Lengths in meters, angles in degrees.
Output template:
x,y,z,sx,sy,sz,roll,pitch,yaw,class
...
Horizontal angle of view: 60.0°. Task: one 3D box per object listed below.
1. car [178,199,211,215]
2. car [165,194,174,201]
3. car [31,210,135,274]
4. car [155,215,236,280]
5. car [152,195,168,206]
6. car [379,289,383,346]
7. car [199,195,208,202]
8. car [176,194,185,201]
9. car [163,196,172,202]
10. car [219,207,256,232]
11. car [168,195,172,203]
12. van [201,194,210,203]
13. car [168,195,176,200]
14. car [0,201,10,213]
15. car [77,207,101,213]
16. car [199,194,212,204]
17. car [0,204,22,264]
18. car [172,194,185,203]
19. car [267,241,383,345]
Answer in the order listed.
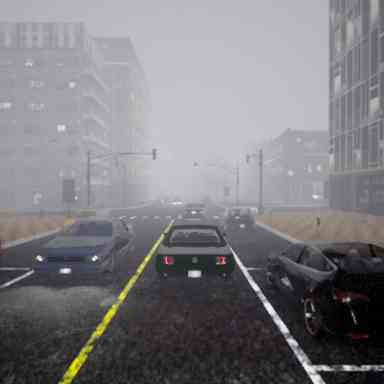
x,y,z,sx,sy,sz,roll,pitch,yaw,class
0.259,1.555,26.782,2.033,1.411,5.357,0,0,3,car
-5.691,1.441,83.933,1.967,1.590,4.097,0,0,0,car
-3.094,1.551,10.795,2.033,1.411,5.357,0,0,0,car
0.078,1.604,9.897,1.895,1.301,4.718,0,0,0,car
-5.691,1.558,56.265,2.008,1.369,4.403,0,0,0,car
2.683,1.551,0.736,2.008,1.369,4.403,0,0,0,car
2.689,1.442,78.392,1.967,1.590,4.097,0,0,0,car
-2.998,1.300,86.815,2.097,1.767,4.553,0,0,0,car
-5.690,1.584,78.400,1.802,1.307,4.206,0,0,0,car
2.655,1.557,19.783,2.008,1.369,4.403,0,0,0,car
-5.691,1.550,67.332,1.887,1.381,4.507,0,0,0,car
2.688,1.346,67.325,1.690,1.788,3.998,0,0,0,van
-5.690,1.578,95.000,1.802,1.307,4.206,0,0,0,car
-25.972,1.926,42.344,4.403,1.369,2.008,-1,1,-1,car
-5.659,1.531,18.286,1.752,1.417,4.829,0,0,0,car
2.690,1.572,61.791,1.947,1.339,4.313,0,0,0,car
-5.699,1.317,6.337,2.192,1.841,5.009,0,0,0,car
-3.000,1.530,70.354,2.128,1.511,4.902,0,0,0,car
2.683,1.568,6.379,1.947,1.339,4.313,0,0,0,car
